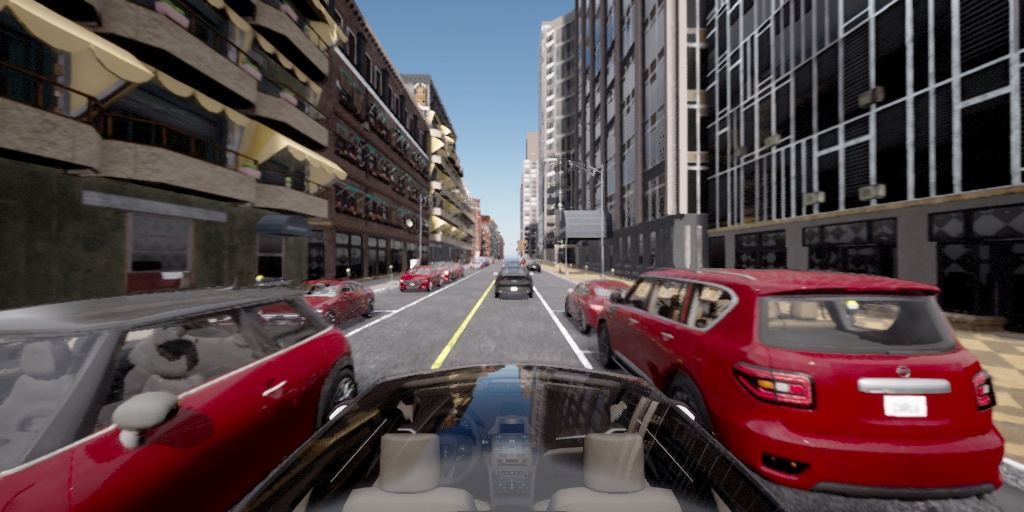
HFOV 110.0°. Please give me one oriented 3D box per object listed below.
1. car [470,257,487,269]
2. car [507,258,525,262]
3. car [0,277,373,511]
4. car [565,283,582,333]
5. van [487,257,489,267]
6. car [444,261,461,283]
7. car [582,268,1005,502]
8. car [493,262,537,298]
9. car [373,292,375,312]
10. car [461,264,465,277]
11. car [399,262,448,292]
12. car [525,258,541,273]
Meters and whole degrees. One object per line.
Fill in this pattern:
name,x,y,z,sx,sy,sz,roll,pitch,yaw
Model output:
car,-5.332,1.174,54.546,1.967,1.591,4.097,0,0,0
car,0.087,1.233,37.033,1.837,1.490,4.892,0,0,0
car,-2.851,1.101,2.276,2.097,1.767,4.553,0,0,0
car,2.563,1.323,10.272,1.802,1.307,4.207,0,0,0
van,-5.334,1.079,60.082,1.690,1.789,3.998,0,0,0
car,-5.323,1.169,26.867,1.967,1.591,4.097,0,0,0
car,2.564,1.061,4.735,2.192,1.841,5.009,0,0,0
car,0.094,1.239,18.515,1.837,1.490,4.892,0,0,0
car,-5.318,1.323,10.259,1.802,1.307,4.207,0,0,0
car,-5.325,1.273,32.404,1.888,1.381,4.507,0,0,0
car,-5.321,1.277,21.331,1.888,1.381,4.507,0,0,0
car,2.552,1.294,43.484,1.948,1.339,4.313,0,0,0
